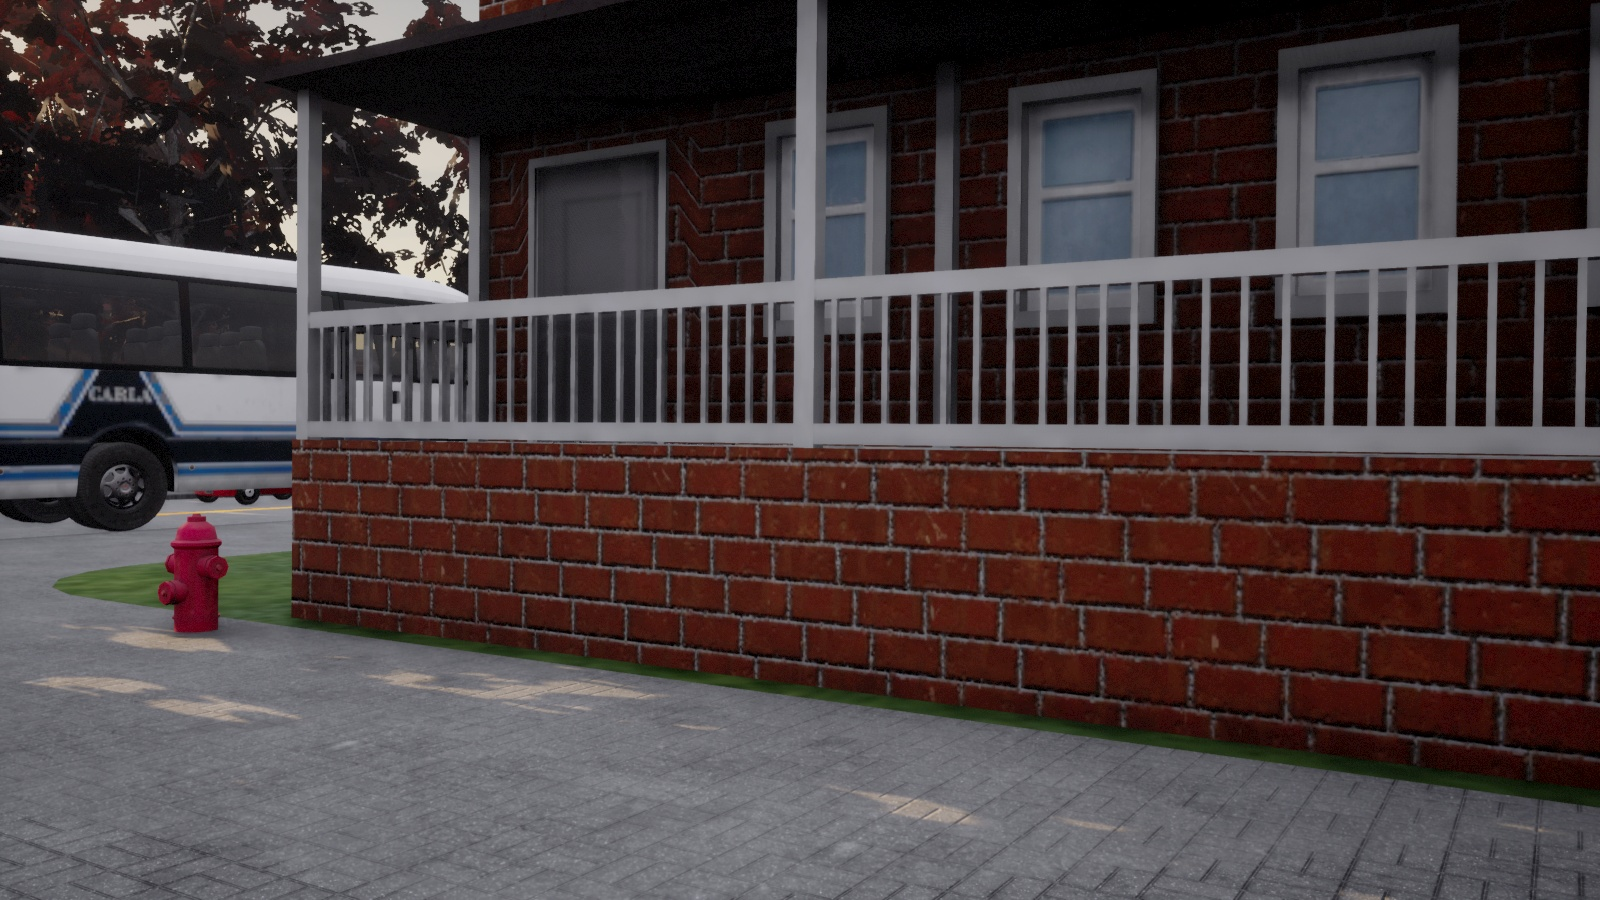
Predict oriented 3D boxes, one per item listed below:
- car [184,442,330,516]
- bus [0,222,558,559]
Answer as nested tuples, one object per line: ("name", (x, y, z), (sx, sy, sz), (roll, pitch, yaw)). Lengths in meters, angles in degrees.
("car", (-10.780, 0.542, 25.007), (1.481, 1.376, 2.207), (0, 1, 31))
("bus", (-9.171, -0.844, 20.613), (3.944, 4.253, 10.273), (0, 1, 35))
